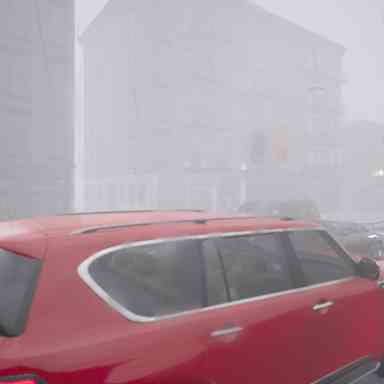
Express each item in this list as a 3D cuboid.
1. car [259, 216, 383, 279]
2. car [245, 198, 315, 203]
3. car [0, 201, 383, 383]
[{"bbox_3d":[4.388,1.606,10.814,4.181,1.385,1.994,0,0,-36],"label":"car"},{"bbox_3d":[3.191,1.267,13.953,5.566,2.045,2.150,0,0,-36],"label":"car"},{"bbox_3d":[0.494,1.232,3.793,5.566,2.045,2.150,0,0,-36],"label":"car"}]
